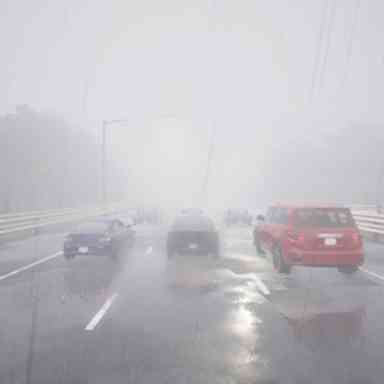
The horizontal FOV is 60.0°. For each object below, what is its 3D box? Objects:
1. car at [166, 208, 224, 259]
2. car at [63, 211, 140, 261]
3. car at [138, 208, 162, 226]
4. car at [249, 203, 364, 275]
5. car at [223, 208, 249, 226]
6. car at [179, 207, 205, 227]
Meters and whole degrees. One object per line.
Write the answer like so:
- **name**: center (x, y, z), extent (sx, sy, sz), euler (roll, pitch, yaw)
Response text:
- **car**: center (0.055, 1.655, 13.421), extent (1.882, 1.535, 5.008), euler (0, 0, 0)
- **car**: center (-3.448, 1.697, 12.946), extent (1.812, 1.442, 4.674), euler (0, -1, 1)
- **car**: center (-3.459, 1.940, 26.670), extent (1.895, 1.301, 4.718), euler (0, -1, 0)
- **car**: center (3.534, 1.370, 11.117), extent (2.150, 2.045, 5.566), euler (0, 0, 0)
- **car**: center (3.541, 1.940, 26.663), extent (1.895, 1.301, 4.718), euler (0, -1, 0)
- **car**: center (0.043, 1.940, 26.675), extent (1.895, 1.301, 4.718), euler (0, -1, 1)
